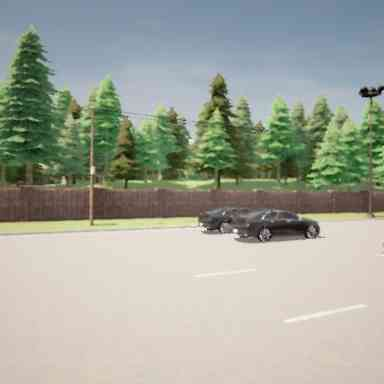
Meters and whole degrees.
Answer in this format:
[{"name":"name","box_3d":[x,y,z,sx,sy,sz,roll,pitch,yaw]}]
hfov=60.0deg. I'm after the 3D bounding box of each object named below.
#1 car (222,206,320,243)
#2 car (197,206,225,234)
[{"name":"car","box_3d":[4.216,1.605,16.709,4.892,1.490,1.837,0,0,-26]},{"name":"car","box_3d":[2.692,1.609,19.859,4.892,1.490,1.837,0,0,-26]}]
